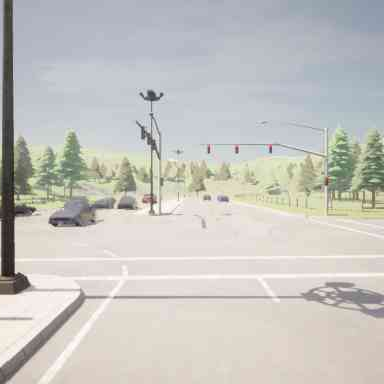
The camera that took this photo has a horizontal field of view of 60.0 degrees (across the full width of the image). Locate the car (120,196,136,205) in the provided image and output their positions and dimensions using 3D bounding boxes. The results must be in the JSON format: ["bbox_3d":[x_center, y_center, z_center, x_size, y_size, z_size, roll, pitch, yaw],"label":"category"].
[{"bbox_3d":[-11.523,1.477,59.970,1.882,1.535,5.008,0,0,0],"label":"car"}]

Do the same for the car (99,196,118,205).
[{"bbox_3d":[-15.017,1.547,60.223,2.033,1.411,5.357,0,0,0],"label":"car"}]

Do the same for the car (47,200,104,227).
[{"bbox_3d":[-8.082,1.547,23.160,2.033,1.411,5.357,0,0,0],"label":"car"}]

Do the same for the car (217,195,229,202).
[{"bbox_3d":[7.095,1.478,73.875,1.882,1.535,5.008,0,0,1],"label":"car"}]

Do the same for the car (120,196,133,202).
[{"bbox_3d":[-14.883,1.517,75.814,1.994,1.385,4.181,0,0,1],"label":"car"}]

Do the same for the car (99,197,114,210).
[{"bbox_3d":[-11.566,1.564,43.388,1.994,1.385,4.181,0,0,0],"label":"car"}]

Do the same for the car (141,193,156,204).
[{"bbox_3d":[-8.014,1.223,62.192,2.150,2.045,5.566,0,0,1],"label":"car"}]

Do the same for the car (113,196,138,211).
[{"bbox_3d":[-8.064,1.478,41.900,1.882,1.535,5.008,0,0,0],"label":"car"}]

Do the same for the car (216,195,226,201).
[{"bbox_3d":[7.320,1.525,84.279,2.128,1.511,4.902,0,0,2],"label":"car"}]

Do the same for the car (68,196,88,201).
[{"bbox_3d":[-15.065,1.352,43.787,2.097,1.767,4.553,0,0,0],"label":"car"}]

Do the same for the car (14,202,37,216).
[{"bbox_3d":[-16.465,1.601,29.864,1.895,1.301,4.718,0,0,21],"label":"car"}]

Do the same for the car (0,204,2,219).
[{"bbox_3d":[-16.523,1.601,25.064,4.718,1.301,1.895,0,0,-37],"label":"car"}]

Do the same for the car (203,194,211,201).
[{"bbox_3d":[3.812,1.355,84.021,2.097,1.767,4.553,0,0,2],"label":"car"}]
